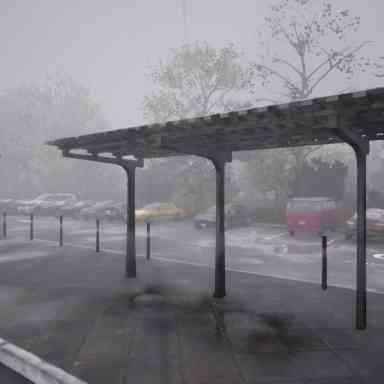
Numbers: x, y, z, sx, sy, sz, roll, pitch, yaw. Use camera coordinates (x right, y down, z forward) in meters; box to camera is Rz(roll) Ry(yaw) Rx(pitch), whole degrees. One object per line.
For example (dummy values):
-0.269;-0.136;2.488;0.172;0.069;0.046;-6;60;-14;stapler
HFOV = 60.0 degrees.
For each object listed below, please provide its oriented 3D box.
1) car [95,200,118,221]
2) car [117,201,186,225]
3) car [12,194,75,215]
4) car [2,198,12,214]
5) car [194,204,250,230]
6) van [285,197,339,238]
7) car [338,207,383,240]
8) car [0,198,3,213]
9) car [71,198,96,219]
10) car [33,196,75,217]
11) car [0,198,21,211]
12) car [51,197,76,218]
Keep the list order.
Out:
-4.728;1.494;26.047;2.163;1.488;4.792;0;0;35;car
-2.587;1.467;24.267;1.946;1.575;5.366;0;0;35;car
-13.821;1.193;32.416;2.435;2.045;5.566;0;0;35;car
-16.073;1.441;34.038;2.231;1.521;4.892;0;0;35;car
2.034;1.509;21.186;2.163;1.488;4.792;0;0;35;car
6.648;1.264;18.097;1.878;1.987;4.442;0;0;35;van
8.843;1.535;16.396;2.002;1.452;4.674;0;0;35;car
-18.339;1.432;35.644;2.097;1.535;5.008;0;0;35;car
-7.005;1.461;27.632;2.231;1.521;4.892;0;0;35;car
-11.537;1.449;30.839;2.097;1.535;5.008;0;0;35;car
-22.882;1.441;38.832;2.163;1.488;4.792;1;0;35;car
-9.271;1.454;29.235;2.097;1.535;5.008;0;0;35;car
